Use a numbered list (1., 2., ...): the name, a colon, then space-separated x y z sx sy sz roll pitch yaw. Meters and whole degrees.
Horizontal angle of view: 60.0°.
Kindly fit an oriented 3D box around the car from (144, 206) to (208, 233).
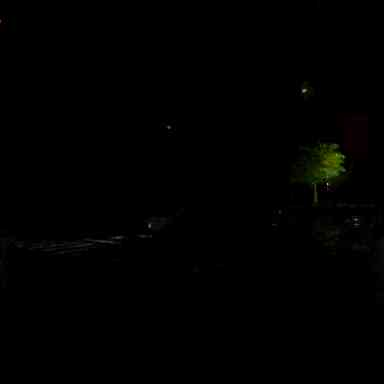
1. car: -0.912 1.654 20.822 2.128 1.511 4.902 -1 -1 37

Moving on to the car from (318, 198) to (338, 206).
1. car: 19.766 1.547 48.237 1.882 1.535 5.008 -1 -1 37

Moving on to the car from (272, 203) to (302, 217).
1. car: 10.175 1.863 35.589 1.994 1.385 4.181 -1 -1 37
